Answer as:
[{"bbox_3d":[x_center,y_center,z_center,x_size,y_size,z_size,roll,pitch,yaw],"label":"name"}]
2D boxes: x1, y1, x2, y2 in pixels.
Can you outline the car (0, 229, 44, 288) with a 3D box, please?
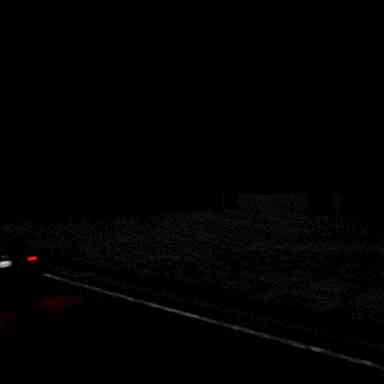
[{"bbox_3d":[-5.863,1.533,8.397,5.357,1.411,2.033,0,0,37],"label":"car"}]
